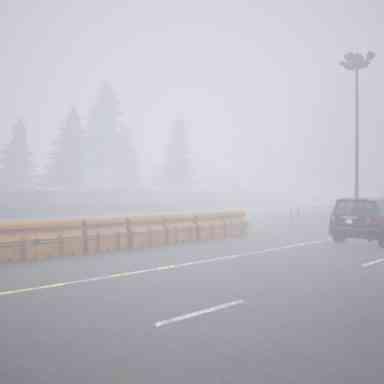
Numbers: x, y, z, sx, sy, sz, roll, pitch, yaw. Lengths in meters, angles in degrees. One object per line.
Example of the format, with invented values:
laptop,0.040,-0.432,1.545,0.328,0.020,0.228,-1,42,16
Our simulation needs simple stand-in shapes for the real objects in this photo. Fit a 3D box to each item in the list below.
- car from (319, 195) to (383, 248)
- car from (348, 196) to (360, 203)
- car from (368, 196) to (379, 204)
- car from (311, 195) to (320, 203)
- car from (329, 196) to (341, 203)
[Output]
car,8.252,1.255,14.948,5.566,2.045,2.150,0,0,-41
car,32.773,1.488,67.226,1.837,1.490,4.892,0,0,29
car,35.874,1.482,65.602,1.837,1.490,4.892,0,0,29
car,26.562,1.485,70.477,2.128,1.511,4.902,0,0,30
car,29.659,1.589,68.823,1.895,1.301,4.718,0,0,29
